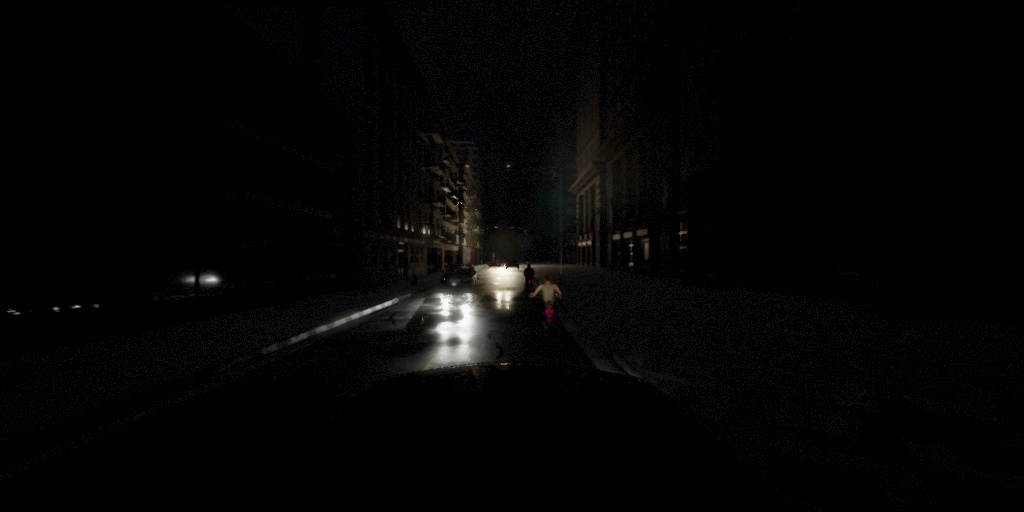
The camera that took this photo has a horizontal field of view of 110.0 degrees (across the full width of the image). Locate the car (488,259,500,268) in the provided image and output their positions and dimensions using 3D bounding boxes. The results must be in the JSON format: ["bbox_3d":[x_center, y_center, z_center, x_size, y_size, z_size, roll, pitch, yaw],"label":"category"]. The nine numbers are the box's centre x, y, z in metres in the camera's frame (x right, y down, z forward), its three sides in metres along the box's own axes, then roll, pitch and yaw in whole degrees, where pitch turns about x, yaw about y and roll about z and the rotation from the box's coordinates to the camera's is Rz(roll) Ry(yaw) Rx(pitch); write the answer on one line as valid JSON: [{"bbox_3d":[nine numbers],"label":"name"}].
[{"bbox_3d":[-3.047,1.284,62.772,1.882,1.535,5.008,0,0,1],"label":"car"}]

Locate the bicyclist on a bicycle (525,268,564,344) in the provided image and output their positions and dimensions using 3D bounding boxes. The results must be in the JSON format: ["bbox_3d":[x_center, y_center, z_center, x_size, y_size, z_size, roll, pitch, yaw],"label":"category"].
[{"bbox_3d":[0.848,1.188,8.608,0.866,1.612,1.509,0,0,0],"label":"bicyclist on a bicycle"}]

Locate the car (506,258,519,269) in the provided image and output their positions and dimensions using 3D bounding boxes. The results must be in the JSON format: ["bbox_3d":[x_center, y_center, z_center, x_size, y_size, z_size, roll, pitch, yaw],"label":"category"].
[{"bbox_3d":[0.090,1.147,58.276,2.097,1.767,4.553,0,0,0],"label":"car"}]

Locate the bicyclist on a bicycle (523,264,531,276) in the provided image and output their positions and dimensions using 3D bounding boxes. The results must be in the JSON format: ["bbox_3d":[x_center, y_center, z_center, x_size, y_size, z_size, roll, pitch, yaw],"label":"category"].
[{"bbox_3d":[0.826,1.205,17.202,0.582,1.620,1.656,0,0,0],"label":"bicyclist on a bicycle"}]

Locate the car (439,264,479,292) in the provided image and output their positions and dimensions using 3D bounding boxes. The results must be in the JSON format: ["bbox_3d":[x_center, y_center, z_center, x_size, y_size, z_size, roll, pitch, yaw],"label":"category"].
[{"bbox_3d":[-3.100,1.245,21.621,2.128,1.511,4.902,0,0,0],"label":"car"}]
